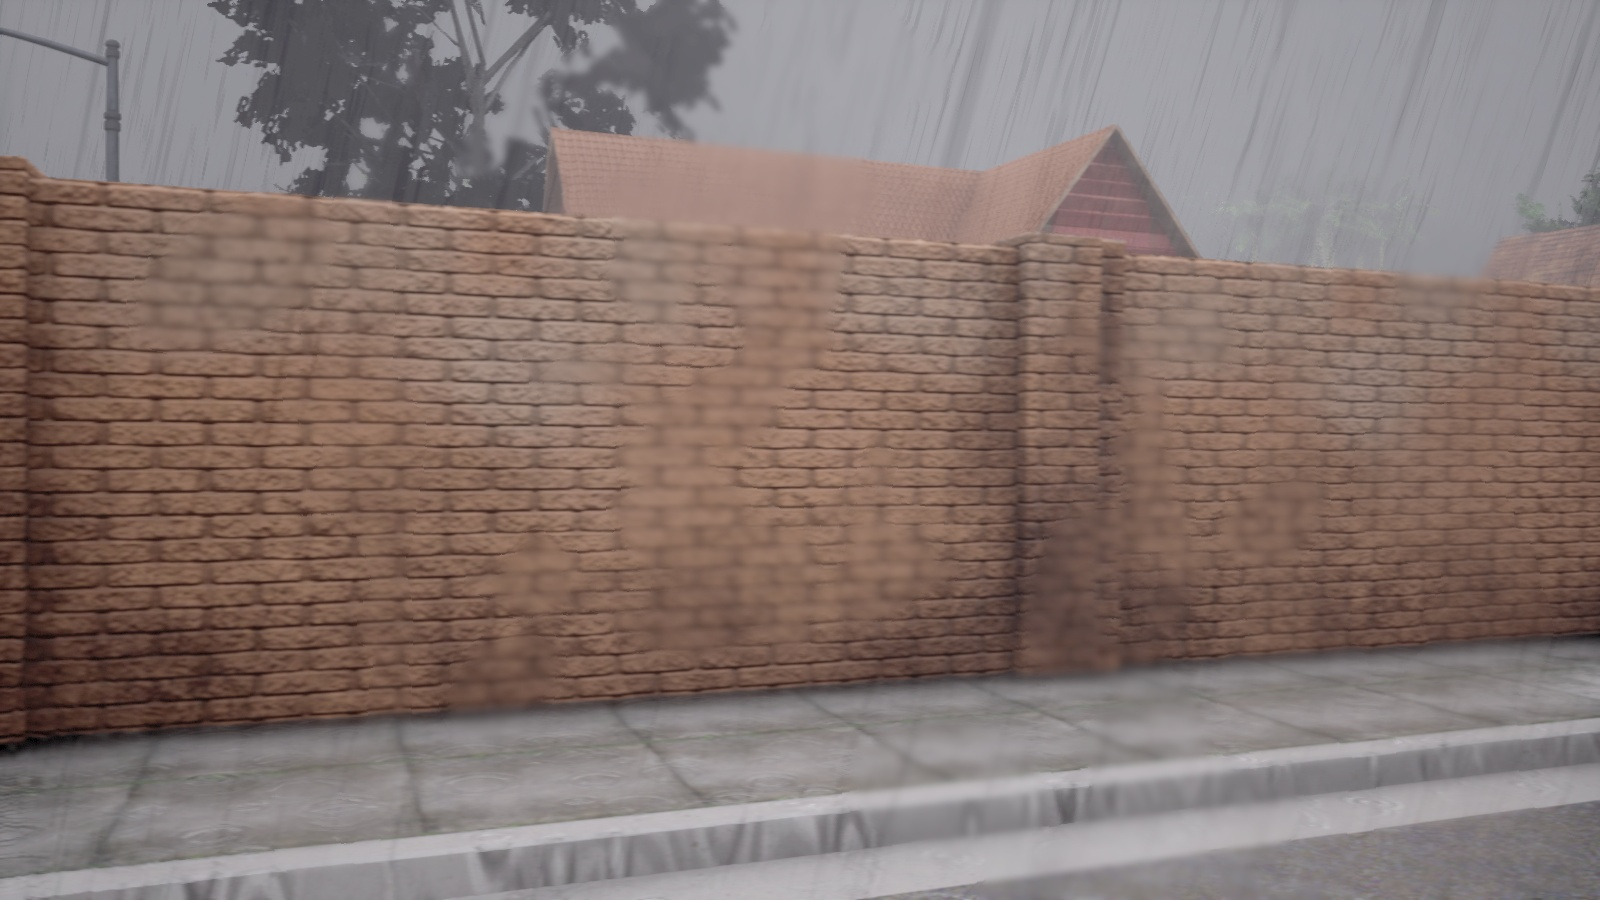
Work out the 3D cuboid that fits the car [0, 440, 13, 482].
[{"bbox_3d":[-28.749,0.401,43.383,1.816,1.474,4.193,-1,1,-20],"label":"car"}]
